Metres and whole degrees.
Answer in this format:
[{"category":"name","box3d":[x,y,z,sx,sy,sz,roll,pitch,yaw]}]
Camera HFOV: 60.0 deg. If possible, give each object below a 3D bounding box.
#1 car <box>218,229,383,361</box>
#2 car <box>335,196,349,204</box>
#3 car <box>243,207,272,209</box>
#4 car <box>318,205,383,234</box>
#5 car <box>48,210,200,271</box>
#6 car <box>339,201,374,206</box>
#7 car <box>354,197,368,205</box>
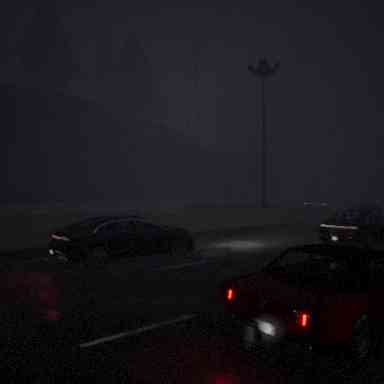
[{"category":"car","box3d":[2.807,1.616,5.993,4.718,1.301,1.895,0,0,-38]},{"category":"car","box3d":[30.510,1.649,67.393,1.882,1.535,5.008,0,0,33]},{"category":"car","box3d":[6.923,1.602,32.939,4.674,1.442,1.812,0,0,-45]},{"category":"car","box3d":[7.219,1.528,14.079,4.902,1.511,2.128,0,0,-40]},{"category":"car","box3d":[-2.131,1.513,11.052,4.902,1.511,2.128,0,0,-37]},{"category":"car","box3d":[12.114,1.565,23.118,4.892,1.490,1.837,0,0,-43]},{"category":"car","box3d":[32.591,1.690,64.136,1.812,1.442,4.674,0,0,33]}]
